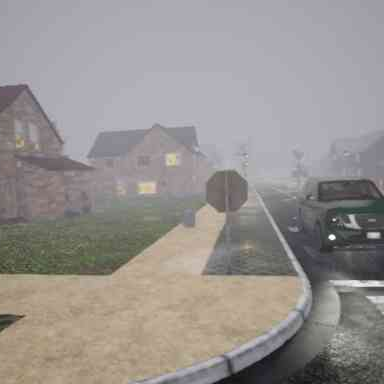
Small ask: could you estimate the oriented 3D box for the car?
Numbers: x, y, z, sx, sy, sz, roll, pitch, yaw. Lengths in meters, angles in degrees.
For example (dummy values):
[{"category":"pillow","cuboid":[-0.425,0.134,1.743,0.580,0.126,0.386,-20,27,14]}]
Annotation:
[{"category":"car","cuboid":[4.804,0.548,10.719,2.150,2.045,5.566,-2,3,9]}]
